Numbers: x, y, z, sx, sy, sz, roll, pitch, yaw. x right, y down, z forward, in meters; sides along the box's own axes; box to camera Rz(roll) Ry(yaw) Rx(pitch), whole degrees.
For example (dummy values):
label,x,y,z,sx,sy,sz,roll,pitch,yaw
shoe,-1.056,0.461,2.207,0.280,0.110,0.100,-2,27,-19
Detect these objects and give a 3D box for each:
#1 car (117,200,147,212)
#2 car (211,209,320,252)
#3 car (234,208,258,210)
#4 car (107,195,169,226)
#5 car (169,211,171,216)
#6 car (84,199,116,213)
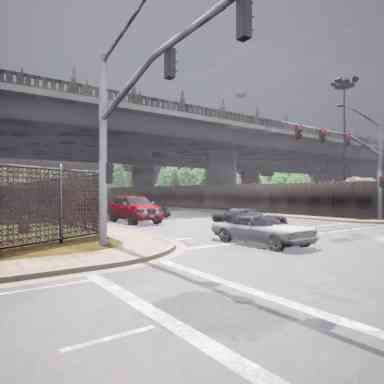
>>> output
label,x,y,z,sx,sy,sz,roll,pitch,yaw
car,-7.554,1.656,41.410,1.895,1.301,4.718,0,0,-36
car,2.969,1.633,14.310,1.895,1.301,4.718,0,0,-36
car,3.348,1.652,19.800,1.895,1.301,4.718,0,0,-36
car,-4.242,1.278,24.398,2.150,2.045,5.566,0,0,-36
car,-3.639,1.620,29.579,1.994,1.385,4.181,0,0,-35
car,-11.192,1.603,40.150,2.033,1.411,5.357,0,0,-35
